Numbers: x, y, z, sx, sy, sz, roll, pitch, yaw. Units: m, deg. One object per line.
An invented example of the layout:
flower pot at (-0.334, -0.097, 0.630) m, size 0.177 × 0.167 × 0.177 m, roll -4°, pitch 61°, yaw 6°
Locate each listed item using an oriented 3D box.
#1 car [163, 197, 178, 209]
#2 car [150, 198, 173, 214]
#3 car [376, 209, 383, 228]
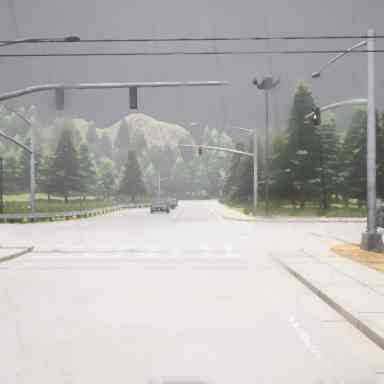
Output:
car at (-3.476, 1.494, 47.215) m, size 2.097 × 1.767 × 4.553 m, roll 0°, pitch 0°, yaw 0°
car at (-3.518, 1.682, 37.506) m, size 1.994 × 1.385 × 4.181 m, roll 0°, pitch 0°, yaw 0°
car at (13.038, 1.556, 18.476) m, size 5.357 × 1.411 × 2.033 m, roll 0°, pitch 0°, yaw 1°
